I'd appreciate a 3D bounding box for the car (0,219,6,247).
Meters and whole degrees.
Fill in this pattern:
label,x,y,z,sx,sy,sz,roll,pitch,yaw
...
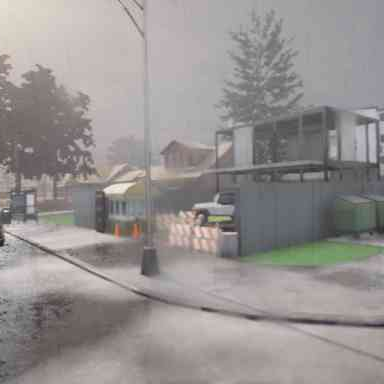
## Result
label,x,y,z,sx,sy,sz,roll,pitch,yaw
car,-9.858,1.688,15.197,1.837,1.490,4.892,-1,0,-38

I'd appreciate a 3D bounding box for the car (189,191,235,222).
label,x,y,z,sx,sy,sz,roll,pitch,yaw
car,1.749,0.892,19.857,3.866,1.878,1.905,-1,0,-3
